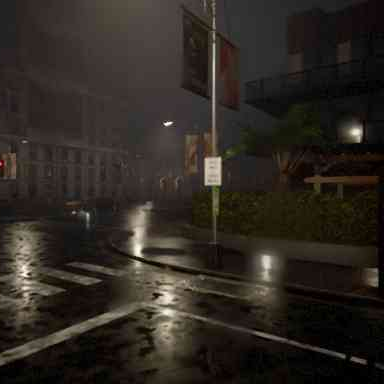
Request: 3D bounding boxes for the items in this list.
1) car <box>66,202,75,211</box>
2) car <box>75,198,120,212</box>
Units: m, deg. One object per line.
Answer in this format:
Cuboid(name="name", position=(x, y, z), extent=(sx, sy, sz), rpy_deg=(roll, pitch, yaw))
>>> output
Cuboid(name="car", position=(-13.050, 1.461, 40.877), extent=(1.882, 1.535, 5.008), rpy_deg=(0, 0, 35))
Cuboid(name="car", position=(-10.553, 1.490, 38.334), extent=(1.837, 1.490, 4.892), rpy_deg=(0, 0, 36))
